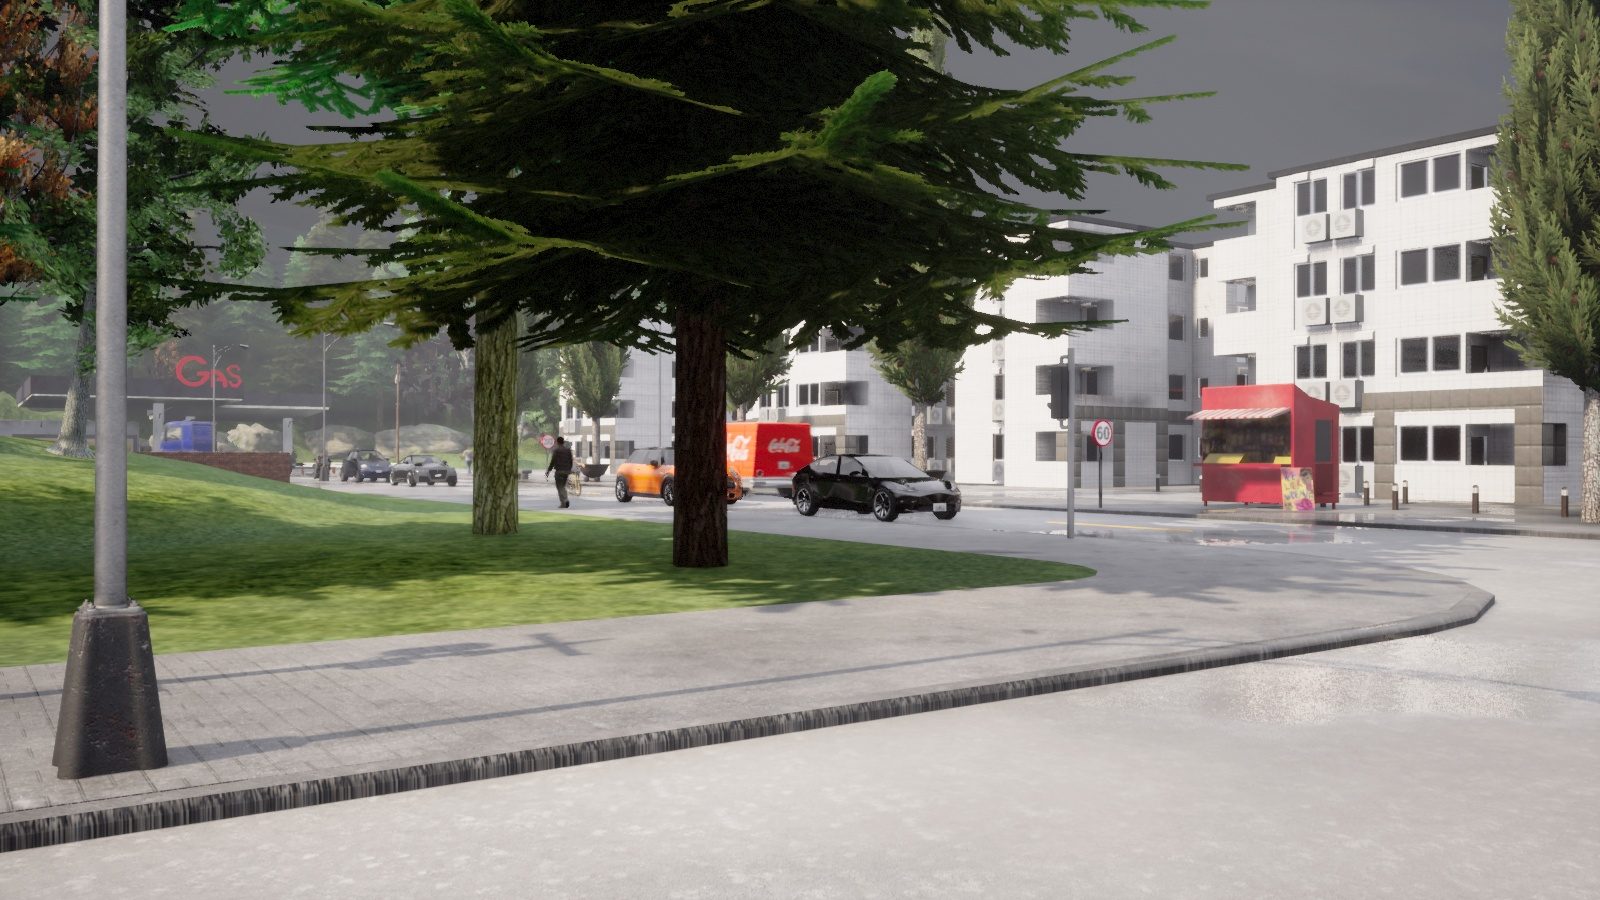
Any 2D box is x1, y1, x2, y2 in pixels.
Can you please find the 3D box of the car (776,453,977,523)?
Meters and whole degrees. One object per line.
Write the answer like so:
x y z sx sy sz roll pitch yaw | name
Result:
1.658 0.812 29.066 2.163 1.488 4.792 0 0 -34 | car

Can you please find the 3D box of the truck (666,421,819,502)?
-1.975 0.364 41.260 2.627 2.467 5.204 0 0 -35 | truck

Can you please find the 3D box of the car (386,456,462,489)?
-16.596 0.979 55.299 1.994 1.385 4.181 0 0 -35 | car

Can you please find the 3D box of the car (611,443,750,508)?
-3.554 0.700 36.530 2.097 1.767 4.553 0 0 -34 | car

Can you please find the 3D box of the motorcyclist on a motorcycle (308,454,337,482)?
-26.446 1.006 69.510 0.866 1.530 2.191 0 0 -38 | motorcyclist on a motorcycle

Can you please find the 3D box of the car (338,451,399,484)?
-21.435 0.841 62.269 1.851 1.617 3.988 0 0 -35 | car

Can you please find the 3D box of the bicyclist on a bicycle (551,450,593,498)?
-7.724 0.802 42.540 0.866 1.612 1.509 0 0 -34 | bicyclist on a bicycle

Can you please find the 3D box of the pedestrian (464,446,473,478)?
-19.186 0.673 72.670 0.354 1.836 0.706 0 0 -29 | pedestrian

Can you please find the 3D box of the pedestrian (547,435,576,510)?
-5.902 0.543 31.084 0.431 1.840 0.703 0 0 -36 | pedestrian

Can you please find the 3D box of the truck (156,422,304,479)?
-35.326 0.030 77.986 7.936 3.462 2.891 0 0 3 | truck
